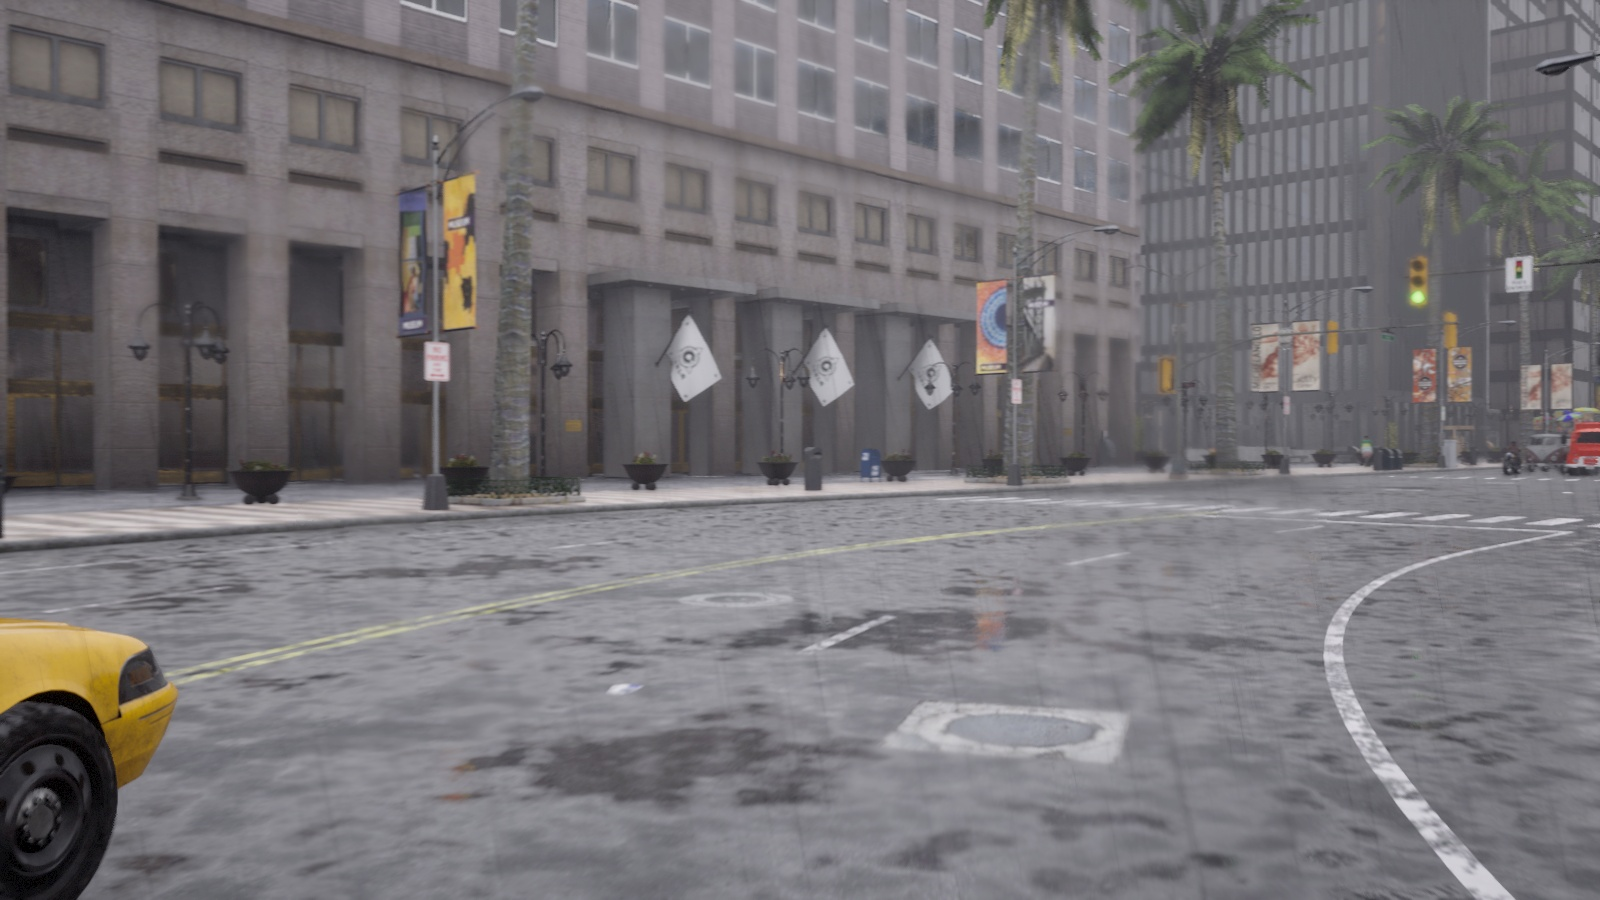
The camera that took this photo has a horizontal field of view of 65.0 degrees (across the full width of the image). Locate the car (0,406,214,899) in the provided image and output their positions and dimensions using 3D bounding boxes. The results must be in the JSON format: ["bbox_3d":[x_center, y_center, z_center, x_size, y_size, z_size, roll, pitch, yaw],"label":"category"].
[{"bbox_3d":[-3.320,0.667,2.100,1.801,1.575,5.366,0,0,5],"label":"car"}]

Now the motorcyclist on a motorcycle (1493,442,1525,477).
[{"bbox_3d":[33.949,0.428,60.111,0.766,1.649,2.350,0,1,45],"label":"motorcyclist on a motorcycle"}]

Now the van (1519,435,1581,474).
[{"bbox_3d":[39.046,0.211,65.336,1.775,1.987,4.442,0,0,44],"label":"van"}]

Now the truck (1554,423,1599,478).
[{"bbox_3d":[37.405,0.006,58.657,2.627,2.467,5.204,0,0,44],"label":"truck"}]

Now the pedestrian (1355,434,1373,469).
[{"bbox_3d":[31.652,0.071,70.480,0.659,1.952,0.873,0,0,43],"label":"pedestrian"}]
